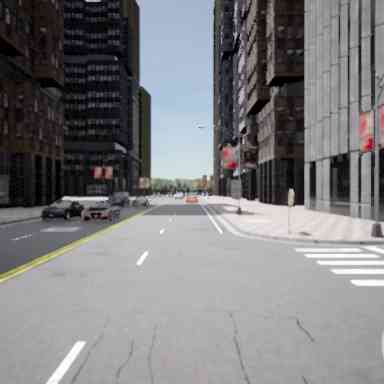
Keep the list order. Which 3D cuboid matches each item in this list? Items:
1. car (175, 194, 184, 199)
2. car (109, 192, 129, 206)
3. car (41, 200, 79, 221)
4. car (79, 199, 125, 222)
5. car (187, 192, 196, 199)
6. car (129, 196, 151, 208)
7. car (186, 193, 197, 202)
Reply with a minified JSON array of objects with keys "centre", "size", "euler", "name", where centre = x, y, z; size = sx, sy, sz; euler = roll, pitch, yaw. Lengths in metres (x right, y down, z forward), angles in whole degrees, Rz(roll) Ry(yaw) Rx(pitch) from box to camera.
[{"centre":[-3.400,1.179,84.175],"size":[1.895,1.301,4.718],"euler":[0,0,0],"name":"car"},{"centre":[-9.909,1.013,45.478],"size":[2.150,2.045,5.566],"euler":[0,0,0],"name":"car"},{"centre":[-9.895,1.369,25.860],"size":[1.882,1.535,5.008],"euler":[0,0,0],"name":"car"},{"centre":[-6.643,1.460,24.999],"size":[1.994,1.385,4.181],"euler":[0,0,0],"name":"car"},{"centre":[-0.150,0.939,84.120],"size":[2.097,1.767,4.553],"euler":[0,0,0],"name":"car"},{"centre":[-6.662,1.324,43.872],"size":[1.812,1.442,4.674],"euler":[0,0,0],"name":"car"},{"centre":[-0.016,1.039,64.945],"size":[2.097,1.767,4.553],"euler":[0,0,0],"name":"car"}]
